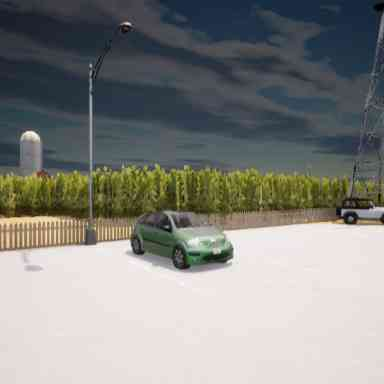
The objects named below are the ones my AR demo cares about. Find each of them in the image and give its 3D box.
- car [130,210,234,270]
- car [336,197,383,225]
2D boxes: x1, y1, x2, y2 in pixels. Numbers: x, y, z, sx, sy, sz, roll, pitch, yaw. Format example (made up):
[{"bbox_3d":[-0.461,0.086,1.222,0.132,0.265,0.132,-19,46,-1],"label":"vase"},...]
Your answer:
[{"bbox_3d":[-0.453,1.427,10.968,1.851,1.617,3.988,0,0,-36],"label":"car"},{"bbox_3d":[11.894,1.304,22.668,3.866,1.878,1.905,0,0,23],"label":"car"}]
